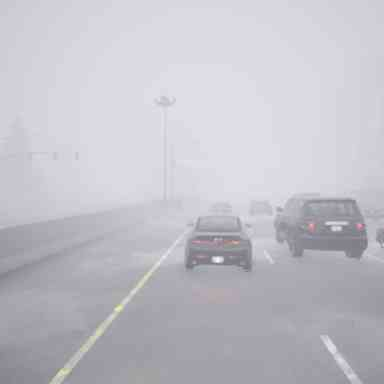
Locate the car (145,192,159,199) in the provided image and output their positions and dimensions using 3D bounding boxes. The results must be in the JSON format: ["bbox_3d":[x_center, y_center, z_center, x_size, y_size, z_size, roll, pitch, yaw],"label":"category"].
[{"bbox_3d":[-9.951,0.795,86.631,2.097,1.767,4.553,0,1,6],"label":"car"}]

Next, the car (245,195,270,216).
[{"bbox_3d":[6.151,1.339,30.505,2.128,1.511,4.902,0,0,5],"label":"car"}]

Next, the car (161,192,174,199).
[{"bbox_3d":[-6.470,1.003,86.271,1.994,1.385,4.181,0,1,6],"label":"car"}]

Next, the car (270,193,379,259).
[{"bbox_3d":[4.531,1.164,12.517,2.150,2.045,5.566,0,0,5],"label":"car"}]

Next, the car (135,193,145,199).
[{"bbox_3d":[-13.438,0.907,86.934,1.882,1.535,5.008,0,1,6],"label":"car"}]

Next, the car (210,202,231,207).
[{"bbox_3d":[2.082,1.420,24.520,2.033,1.411,5.357,0,0,5],"label":"car"}]

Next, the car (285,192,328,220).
[{"bbox_3d":[9.422,1.086,27.820,2.150,2.045,5.566,0,-1,5],"label":"car"}]

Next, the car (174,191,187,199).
[{"bbox_3d":[-2.985,0.985,85.939,1.812,1.442,4.674,0,1,6],"label":"car"}]

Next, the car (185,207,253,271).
[{"bbox_3d":[0.867,1.447,10.755,1.837,1.490,4.892,0,0,5],"label":"car"}]

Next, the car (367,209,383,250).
[{"bbox_3d":[7.877,1.509,10.589,2.033,1.411,5.357,0,0,5],"label":"car"}]
